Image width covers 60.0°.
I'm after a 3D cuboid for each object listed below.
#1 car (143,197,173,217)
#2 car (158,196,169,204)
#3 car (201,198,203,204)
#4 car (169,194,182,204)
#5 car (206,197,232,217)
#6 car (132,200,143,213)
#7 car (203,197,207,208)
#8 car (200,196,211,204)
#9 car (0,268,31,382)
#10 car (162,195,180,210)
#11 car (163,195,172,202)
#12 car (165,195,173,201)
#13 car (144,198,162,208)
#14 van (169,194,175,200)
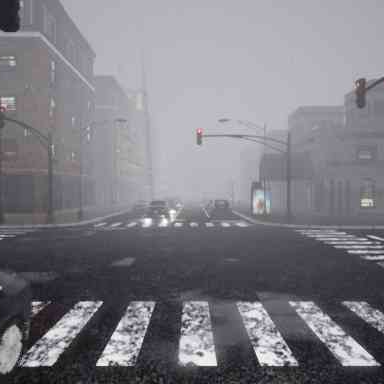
[{"bbox_3d":[-3.084,1.506,30.926,1.837,1.490,4.892,0,0,0],"label":"car"},{"bbox_3d":[-5.659,1.557,65.796,1.752,1.417,4.829,0,0,0],"label":"car"},{"bbox_3d":[2.712,1.565,48.884,2.008,1.369,4.403,0,0,0],"label":"car"},{"bbox_3d":[-2.972,1.522,64.323,2.128,1.511,4.902,0,0,0],"label":"car"},{"bbox_3d":[2.701,1.442,31.793,1.967,1.590,4.097,0,0,0],"label":"car"},{"bbox_3d":[-5.675,1.556,37.483,2.008,1.369,4.403,0,0,0],"label":"car"},{"bbox_3d":[2.709,1.591,43.187,1.802,1.307,4.206,0,0,0],"label":"car"},{"bbox_3d":[2.722,1.582,65.974,2.008,1.369,4.403,-1,0,0],"label":"car"},{"bbox_3d":[-3.099,1.504,2.631,1.837,1.490,4.892,0,0,0],"label":"car"},{"bbox_3d":[-3.073,1.499,44.062,2.128,1.511,4.902,0,0,0],"label":"car"},{"bbox_3d":[-5.654,1.487,77.358,1.967,1.590,4.097,0,0,0],"label":"car"},{"bbox_3d":[-5.650,1.581,82.885,1.752,1.417,4.829,-1,0,0],"label":"car"},{"bbox_3d":[-5.668,1.565,48.876,2.008,1.369,4.403,0,0,0],"label":"car"},{"bbox_3d":[-5.645,1.417,94.449,1.690,1.788,3.998,-1,0,0],"label":"van"}]
